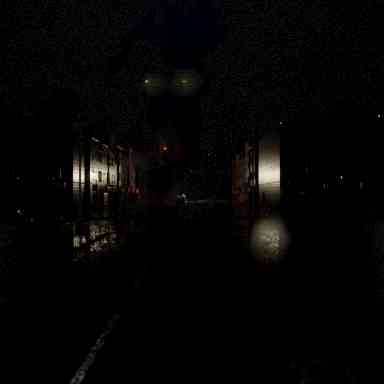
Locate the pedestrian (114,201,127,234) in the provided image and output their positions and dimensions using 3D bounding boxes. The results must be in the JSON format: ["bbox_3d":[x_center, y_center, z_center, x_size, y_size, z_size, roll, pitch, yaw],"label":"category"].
[{"bbox_3d":[-3.817,1.305,17.529,0.375,1.860,0.375,0,0,0],"label":"pedestrian"}]

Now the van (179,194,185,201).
[{"bbox_3d":[-2.639,1.547,88.835,1.690,1.788,3.998,0,0,0],"label":"van"}]

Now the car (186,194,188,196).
[{"bbox_3d":[-2.638,1.457,72.018,2.192,1.841,5.009,0,0,0],"label":"car"}]

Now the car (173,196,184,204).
[{"bbox_3d":[-2.638,1.562,66.412,1.967,1.590,4.097,0,0,0],"label":"car"}]

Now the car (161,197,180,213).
[{"bbox_3d":[-2.635,1.569,38.216,1.752,1.417,4.829,0,0,0],"label":"car"}]

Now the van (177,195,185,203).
[{"bbox_3d":[-2.638,1.503,77.624,1.690,1.788,3.998,0,0,0],"label":"van"}]

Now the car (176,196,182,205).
[{"bbox_3d":[-2.636,1.601,43.991,1.887,1.381,4.507,0,0,0],"label":"car"}]

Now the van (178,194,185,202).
[{"bbox_3d":[-2.639,1.524,83.229,1.690,1.788,3.998,0,0,0],"label":"van"}]

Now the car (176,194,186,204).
[{"bbox_3d":[-2.637,1.544,60.807,1.967,1.590,4.097,0,0,0],"label":"car"}]

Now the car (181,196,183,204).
[{"bbox_3d":[-2.637,1.652,49.596,1.802,1.307,4.206,0,0,0],"label":"car"}]

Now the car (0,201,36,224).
[{"bbox_3d":[-13.469,1.383,23.307,4.553,1.767,2.097,0,0,-1],"label":"car"}]
